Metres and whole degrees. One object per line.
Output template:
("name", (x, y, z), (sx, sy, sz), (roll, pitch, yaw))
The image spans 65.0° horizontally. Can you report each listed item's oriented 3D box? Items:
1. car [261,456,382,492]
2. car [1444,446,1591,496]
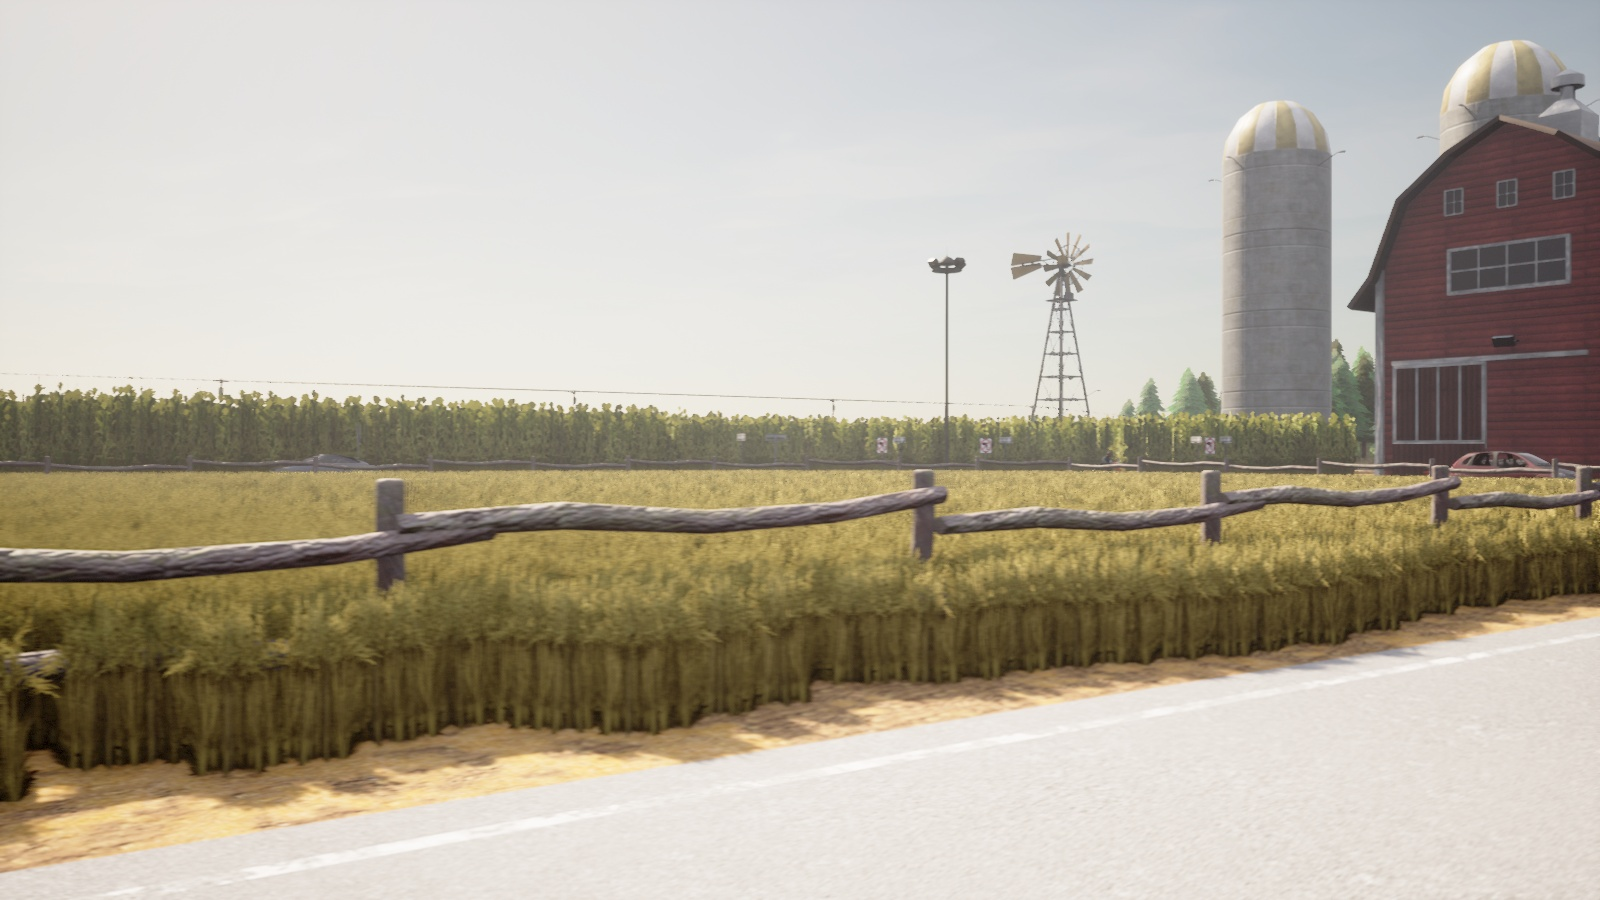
("car", (-19.100, 0.923, 50.168), (4.181, 1.385, 1.994), (0, 0, -35))
("car", (24.578, 0.685, 43.113), (1.851, 1.617, 3.988), (0, 0, -38))
